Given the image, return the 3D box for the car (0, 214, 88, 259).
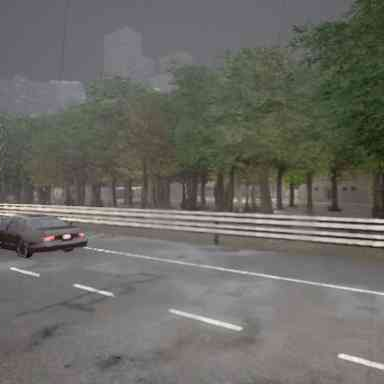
[{"bbox_3d":[-6.243,1.550,12.622,5.357,1.411,2.033,0,0,36],"label":"car"}]
